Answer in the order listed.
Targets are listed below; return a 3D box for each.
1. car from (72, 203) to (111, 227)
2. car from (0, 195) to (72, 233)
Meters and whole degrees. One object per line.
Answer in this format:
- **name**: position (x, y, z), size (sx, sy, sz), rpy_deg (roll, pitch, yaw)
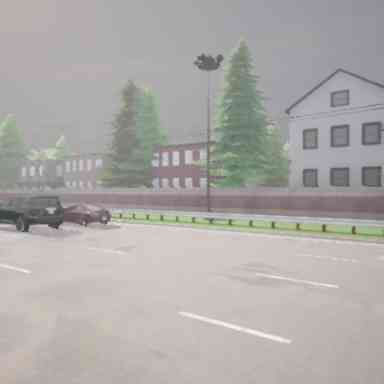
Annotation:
- **car**: position (-7.342, 1.483, 22.122), size (4.674, 1.442, 1.812), rpy_deg (0, 0, 36)
- **car**: position (-9.816, 1.176, 19.592), size (5.566, 2.045, 2.150), rpy_deg (0, 0, 36)
